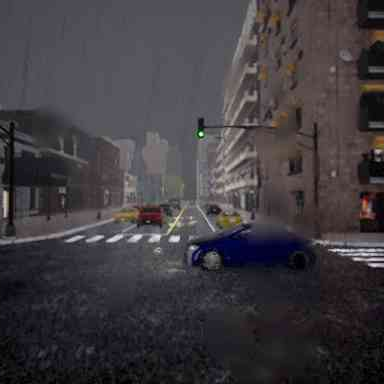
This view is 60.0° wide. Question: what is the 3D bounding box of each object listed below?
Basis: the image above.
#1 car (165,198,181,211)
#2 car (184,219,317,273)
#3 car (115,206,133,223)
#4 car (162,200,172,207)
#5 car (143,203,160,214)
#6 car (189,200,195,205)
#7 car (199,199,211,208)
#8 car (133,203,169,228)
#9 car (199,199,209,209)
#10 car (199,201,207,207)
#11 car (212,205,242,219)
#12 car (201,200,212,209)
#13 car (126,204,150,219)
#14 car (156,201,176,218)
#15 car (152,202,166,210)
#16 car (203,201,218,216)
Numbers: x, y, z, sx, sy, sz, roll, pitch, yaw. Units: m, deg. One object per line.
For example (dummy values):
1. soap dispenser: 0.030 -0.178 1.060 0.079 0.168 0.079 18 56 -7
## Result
1. car: -3.034 2.078 56.977 2.150 2.045 5.566 0 -1 0
2. car: 1.821 1.742 10.865 4.181 1.385 1.994 0 -1 0
3. car: -5.688 1.964 29.703 1.752 1.417 4.829 0 -1 0
4. car: -5.695 2.585 75.442 1.967 1.590 4.097 0 -1 0
5. car: -5.691 2.242 46.962 1.887 1.381 4.507 0 -1 0
6. car: -0.013 2.980 93.518 2.033 1.411 5.357 0 -1 0
7. car: 2.687 2.377 69.746 2.192 1.841 5.009 0 -1 0
8. car: -3.101 1.866 26.110 1.882 1.535 5.008 0 -1 0
9. car: 2.687 2.432 58.349 2.008 1.369 4.403 0 -1 0
10. car: 2.684 2.827 81.134 1.802 1.307 4.206 0 -1 0
11. car: 2.694 1.893 24.344 1.752 1.417 4.829 0 -1 0
12. car: 2.687 2.411 64.048 1.967 1.590 4.097 0 -1 0
13. car: -5.689 2.070 35.570 1.887 1.381 4.507 0 -1 0
14. car: -3.099 2.066 37.772 1.837 1.490 4.892 0 -1 0
15. car: -5.693 2.424 58.353 2.008 1.369 4.403 0 -1 0
16. car: 2.691 2.185 41.261 1.947 1.339 4.313 0 -1 0
